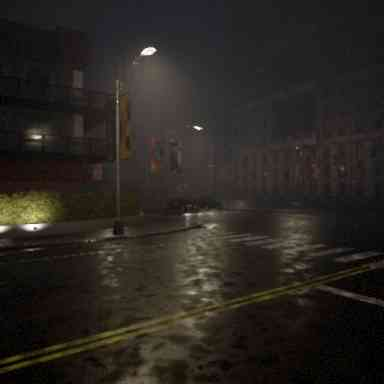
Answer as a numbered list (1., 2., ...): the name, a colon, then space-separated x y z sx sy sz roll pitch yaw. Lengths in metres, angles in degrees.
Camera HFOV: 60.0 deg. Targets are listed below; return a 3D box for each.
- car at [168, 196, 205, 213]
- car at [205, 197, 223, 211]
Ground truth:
1. car: -1.048 1.339 35.432 1.837 1.490 4.892 -1 0 -35
2. car: 1.487 1.283 37.921 1.882 1.535 5.008 -1 0 -35
